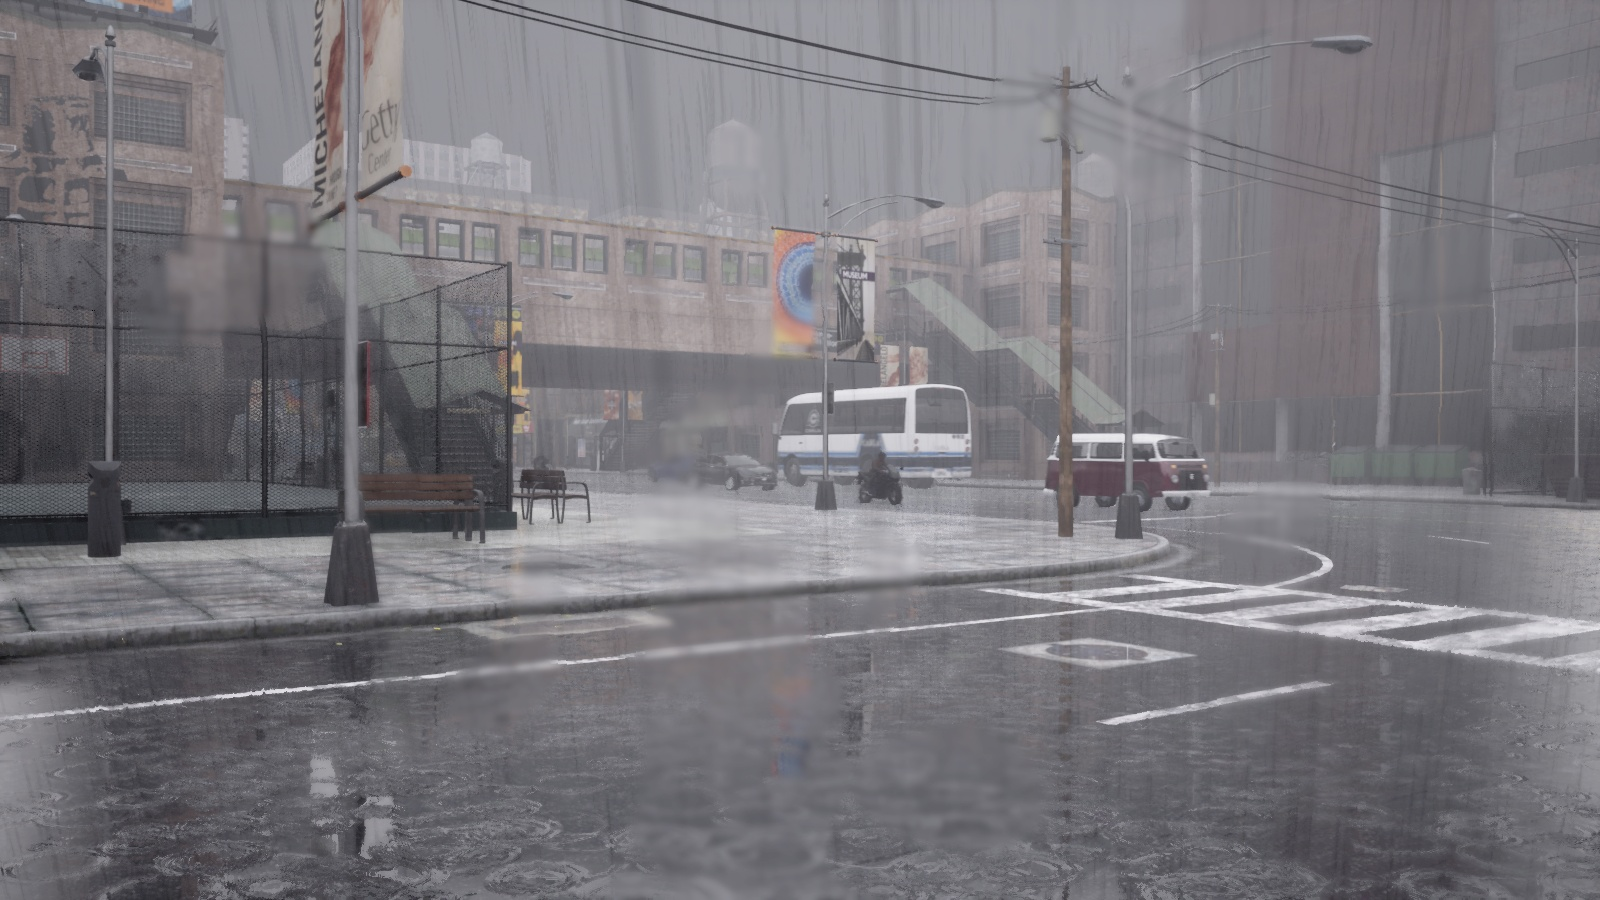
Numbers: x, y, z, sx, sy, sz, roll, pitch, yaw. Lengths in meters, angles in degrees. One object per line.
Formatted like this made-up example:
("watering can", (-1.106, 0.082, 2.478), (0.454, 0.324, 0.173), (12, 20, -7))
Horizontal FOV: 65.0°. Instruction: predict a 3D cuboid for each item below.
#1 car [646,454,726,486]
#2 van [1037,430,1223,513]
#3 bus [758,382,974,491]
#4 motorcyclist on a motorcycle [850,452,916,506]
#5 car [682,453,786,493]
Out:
("car", (-5.534, 0.930, 60.279), (1.812, 1.442, 4.674), (0, 0, -34))
("van", (8.597, 0.531, 33.081), (2.069, 2.038, 4.480), (0, 0, -34))
("bus", (2.584, -0.504, 54.480), (3.944, 4.253, 10.273), (0, 0, -34))
("motorcyclist on a motorcycle", (2.359, 0.810, 36.062), (0.797, 1.523, 2.044), (0, 0, -34))
("car", (-2.667, 0.877, 49.750), (1.837, 1.490, 4.892), (0, 0, -34))
